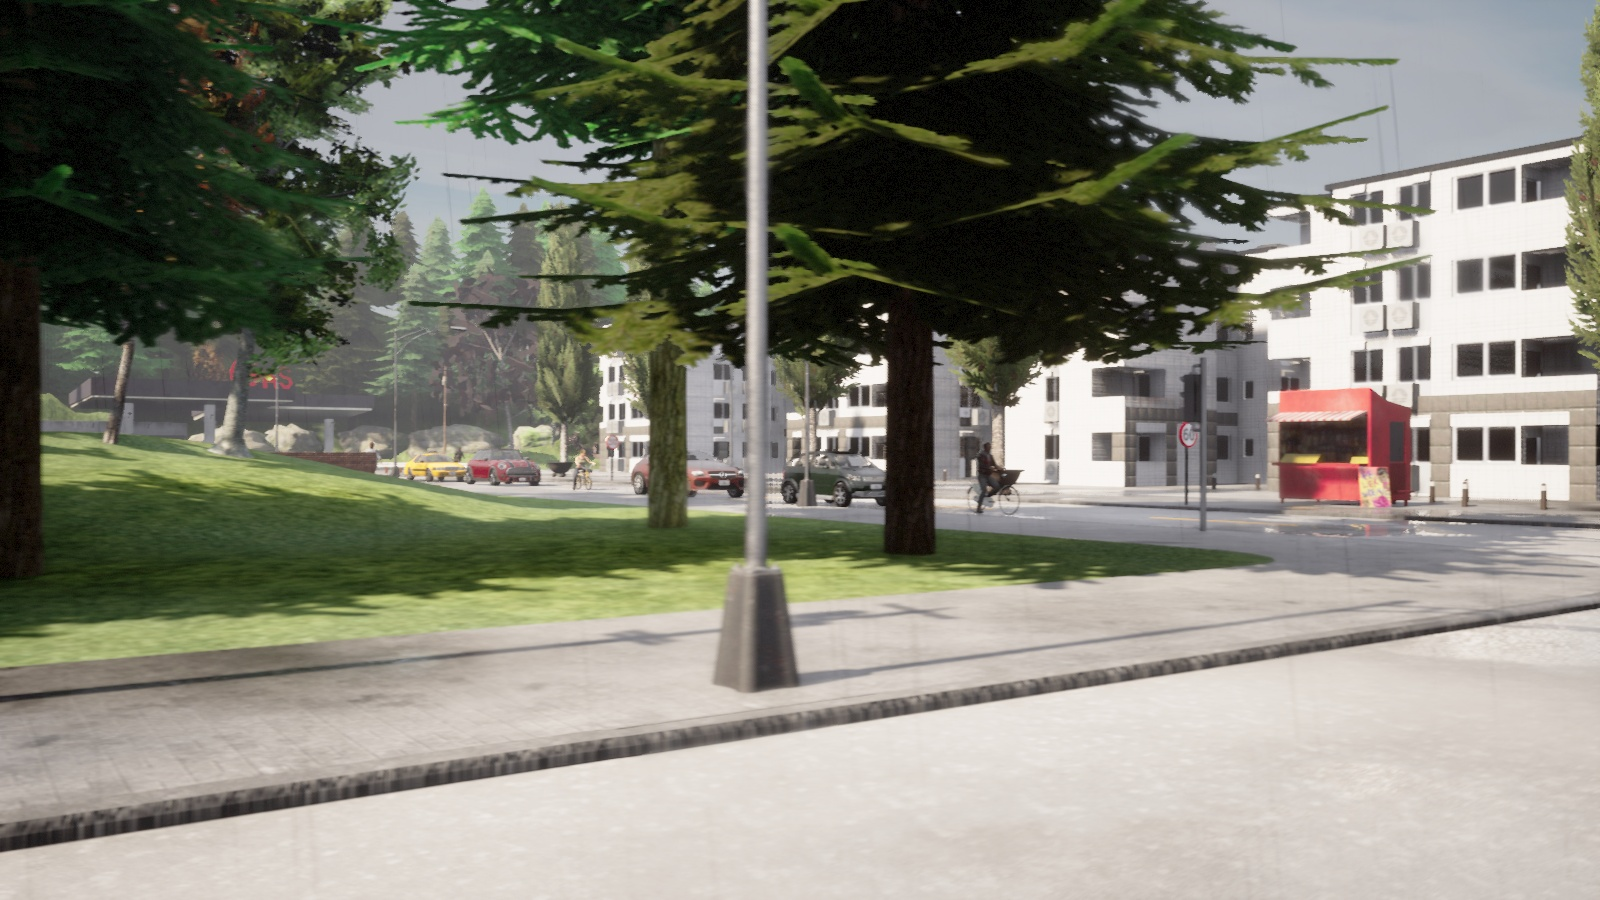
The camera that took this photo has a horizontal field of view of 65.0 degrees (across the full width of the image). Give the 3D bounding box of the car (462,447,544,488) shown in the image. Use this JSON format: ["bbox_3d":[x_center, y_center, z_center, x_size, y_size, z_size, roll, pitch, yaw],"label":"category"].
[{"bbox_3d":[-13.422,0.770,56.553,2.097,1.767,4.553,0,0,-35],"label":"car"}]

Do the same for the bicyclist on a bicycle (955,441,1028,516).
[{"bbox_3d":[4.648,0.681,30.600,0.659,1.776,1.843,0,0,-34],"label":"bicyclist on a bicycle"}]

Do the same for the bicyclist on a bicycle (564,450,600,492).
[{"bbox_3d":[-8.619,0.821,49.656,0.866,1.612,1.509,0,0,-34],"label":"bicyclist on a bicycle"}]

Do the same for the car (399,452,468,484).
[{"bbox_3d":[-18.840,0.881,64.370,1.801,1.575,5.366,0,0,-35],"label":"car"}]

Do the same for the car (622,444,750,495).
[{"bbox_3d":[-3.961,0.637,42.937,2.152,1.651,5.027,0,0,-35],"label":"car"}]

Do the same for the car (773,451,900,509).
[{"bbox_3d":[0.990,0.809,35.818,1.789,1.549,3.705,0,0,-35],"label":"car"}]
